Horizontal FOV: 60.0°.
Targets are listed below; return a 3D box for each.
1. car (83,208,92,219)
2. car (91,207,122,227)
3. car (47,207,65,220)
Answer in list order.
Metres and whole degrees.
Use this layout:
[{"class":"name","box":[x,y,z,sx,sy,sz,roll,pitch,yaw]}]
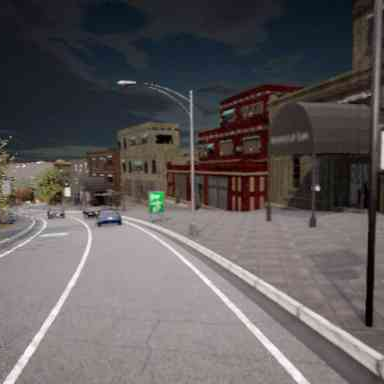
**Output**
[{"class":"car","box":[-11.807,2.491,39.623,1.895,1.301,4.718,-3,0,-25]},{"class":"car","box":[-7.347,2.156,28.934,1.994,1.385,4.181,-3,0,-20]},{"class":"car","box":[-17.964,2.777,43.917,1.837,1.490,4.892,-3,0,-28]}]
